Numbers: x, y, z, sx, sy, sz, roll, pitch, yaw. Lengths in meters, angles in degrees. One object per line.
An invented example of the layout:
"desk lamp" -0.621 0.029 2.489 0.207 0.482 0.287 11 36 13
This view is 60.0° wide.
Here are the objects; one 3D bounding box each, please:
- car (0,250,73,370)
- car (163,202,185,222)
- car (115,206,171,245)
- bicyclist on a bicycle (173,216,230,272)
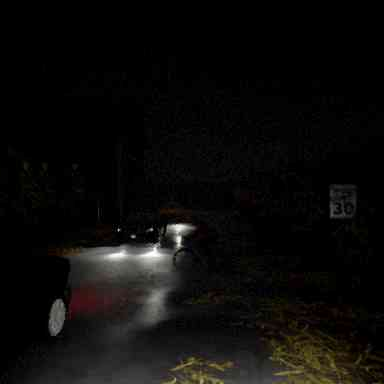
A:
"car" -3.089 1.484 3.736 1.882 1.535 5.008 0 0 3
"car" -1.630 1.599 27.703 1.882 1.535 5.008 0 0 3
"car" -2.355 1.629 16.424 1.812 1.442 4.674 0 0 3
"bicyclist on a bicycle" 0.261 1.506 9.574 1.656 1.620 0.582 -1 -1 3
